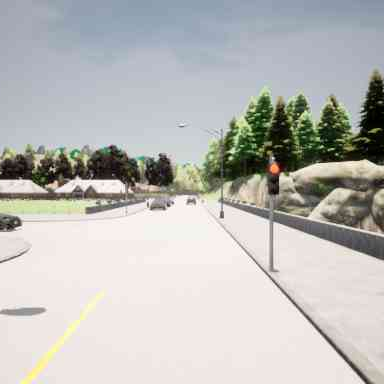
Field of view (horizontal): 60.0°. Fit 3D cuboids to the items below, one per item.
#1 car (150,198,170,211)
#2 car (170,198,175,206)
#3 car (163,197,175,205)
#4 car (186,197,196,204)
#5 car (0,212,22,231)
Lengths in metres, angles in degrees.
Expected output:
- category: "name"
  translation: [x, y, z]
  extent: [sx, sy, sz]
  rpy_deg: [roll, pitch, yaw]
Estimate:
- category: "car"
  translation: [-4.245, 1.597, 42.633]
  extent: [1.812, 1.442, 4.674]
  rpy_deg: [0, 0, -1]
- category: "car"
  translation: [-4.271, 1.635, 52.342]
  extent: [2.033, 1.411, 5.357]
  rpy_deg: [0, 0, -1]
- category: "car"
  translation: [-4.270, 1.705, 62.154]
  extent: [1.895, 1.301, 4.718]
  rpy_deg: [0, 0, 0]
- category: "car"
  translation: [-0.119, 1.655, 65.136]
  extent: [2.033, 1.411, 5.357]
  rpy_deg: [0, 0, 0]
- category: "car"
  translation: [-12.198, 1.597, 19.256]
  extent: [4.181, 1.385, 1.994]
  rpy_deg: [0, 0, -2]
